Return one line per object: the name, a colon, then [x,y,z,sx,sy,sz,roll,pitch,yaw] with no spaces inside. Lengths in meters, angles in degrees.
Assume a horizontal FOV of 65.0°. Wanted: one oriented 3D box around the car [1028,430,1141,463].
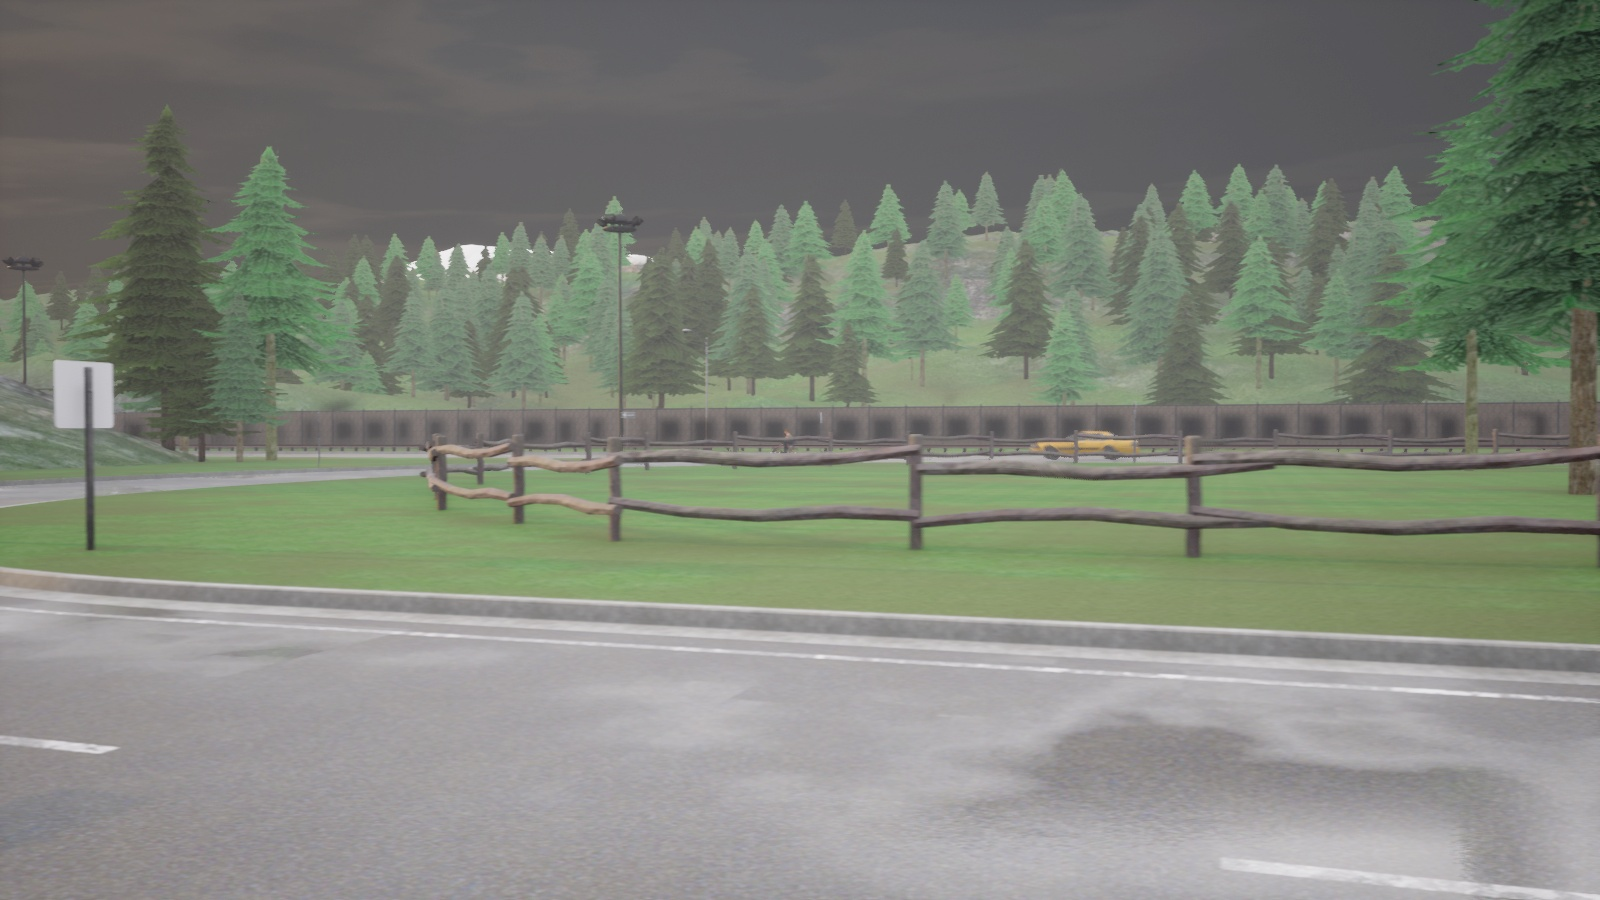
car: [14.190,-0.188,62.681,5.366,1.575,1.801,0,1,18]
